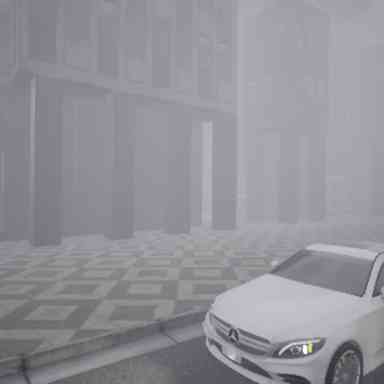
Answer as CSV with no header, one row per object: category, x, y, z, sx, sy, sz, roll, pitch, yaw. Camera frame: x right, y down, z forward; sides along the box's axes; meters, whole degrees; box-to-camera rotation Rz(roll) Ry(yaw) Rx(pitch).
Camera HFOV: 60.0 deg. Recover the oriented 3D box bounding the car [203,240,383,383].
car,2.332,1.527,5.052,4.674,1.442,1.812,0,0,-36
